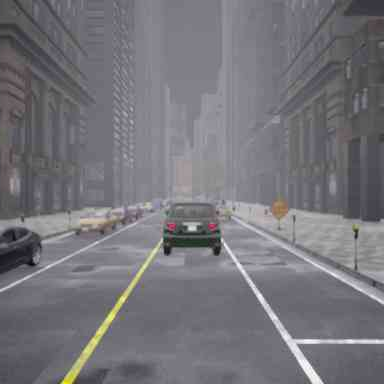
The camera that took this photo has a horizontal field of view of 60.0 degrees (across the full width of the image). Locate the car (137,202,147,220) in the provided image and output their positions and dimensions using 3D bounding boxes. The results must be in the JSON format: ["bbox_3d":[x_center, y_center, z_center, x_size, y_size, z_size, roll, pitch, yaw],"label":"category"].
[{"bbox_3d":[-5.749,1.894,31.740,1.802,1.307,4.206,0,-1,0],"label":"car"}]

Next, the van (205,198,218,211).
[{"bbox_3d":[2.784,1.824,48.606,1.690,1.788,3.998,0,-1,0],"label":"van"}]

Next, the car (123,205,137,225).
[{"bbox_3d":[-5.751,1.837,26.122,1.802,1.307,4.206,0,-1,0],"label":"car"}]

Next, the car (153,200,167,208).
[{"bbox_3d":[-5.737,2.149,59.833,2.008,1.369,4.403,0,-1,0],"label":"car"}]

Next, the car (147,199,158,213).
[{"bbox_3d":[-5.744,1.950,42.808,1.752,1.417,4.829,0,-1,0],"label":"car"}]

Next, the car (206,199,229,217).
[{"bbox_3d":[2.779,1.684,37.370,2.192,1.841,5.009,0,-1,0],"label":"car"}]

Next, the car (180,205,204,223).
[{"bbox_3d":[0.015,1.886,29.104,1.895,1.301,4.718,0,-1,0],"label":"car"}]

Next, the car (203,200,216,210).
[{"bbox_3d":[2.786,2.085,54.223,1.887,1.381,4.507,0,-1,0],"label":"car"}]

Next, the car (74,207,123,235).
[{"bbox_3d":[-5.754,1.723,20.334,1.752,1.417,4.829,0,-1,0],"label":"car"}]

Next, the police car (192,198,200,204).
[{"bbox_3d":[0.938,2.302,86.479,1.930,1.638,5.238,0,-1,0],"label":"police car"}]

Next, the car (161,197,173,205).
[{"bbox_3d":[-5.730,2.088,76.691,2.192,1.841,5.009,0,-1,0],"label":"car"}]

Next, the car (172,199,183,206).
[{"bbox_3d":[-2.969,2.238,70.993,2.128,1.511,4.902,0,-1,0],"label":"car"}]

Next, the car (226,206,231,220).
[{"bbox_3d":[2.776,1.839,31.920,1.752,1.417,4.829,0,-1,0],"label":"car"}]

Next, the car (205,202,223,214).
[{"bbox_3d":[2.781,1.977,42.986,2.008,1.369,4.403,0,-1,0],"label":"car"}]

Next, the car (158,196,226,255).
[{"bbox_3d":[0.007,1.353,14.022,2.150,2.045,5.566,0,0,0],"label":"car"}]

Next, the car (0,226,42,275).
[{"bbox_3d":[-5.758,1.656,9.267,1.947,1.339,4.313,0,-1,0],"label":"car"}]

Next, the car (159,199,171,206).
[{"bbox_3d":[-5.732,2.265,71.070,2.008,1.369,4.403,0,-1,0],"label":"car"}]

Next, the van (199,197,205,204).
[{"bbox_3d":[2.802,2.295,93.552,1.690,1.788,3.998,0,-1,0],"label":"van"}]

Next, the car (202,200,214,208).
[{"bbox_3d":[2.788,2.143,59.841,1.887,1.381,4.507,0,-1,0],"label":"car"}]

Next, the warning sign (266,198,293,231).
[{"bbox_3d":[5.076,1.303,19.373,1.300,1.860,1.060,0,-1,0],"label":"warning sign"}]

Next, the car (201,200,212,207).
[{"bbox_3d":[2.791,2.206,65.453,2.008,1.369,4.403,0,-1,0],"label":"car"}]

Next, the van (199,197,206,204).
[{"bbox_3d":[2.800,2.234,87.933,1.690,1.788,3.998,0,-1,0],"label":"van"}]

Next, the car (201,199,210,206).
[{"bbox_3d":[2.793,2.241,71.247,1.752,1.417,4.829,0,-1,0],"label":"car"}]

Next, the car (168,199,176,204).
[{"bbox_3d":[-5.722,2.519,93.544,1.947,1.339,4.313,0,-1,0],"label":"car"}]
